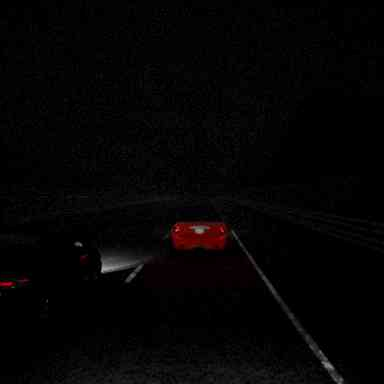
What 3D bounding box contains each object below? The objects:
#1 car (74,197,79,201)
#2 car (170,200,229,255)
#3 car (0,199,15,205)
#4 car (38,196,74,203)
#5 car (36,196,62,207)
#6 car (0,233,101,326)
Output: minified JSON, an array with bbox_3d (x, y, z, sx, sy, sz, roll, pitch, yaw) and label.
[{"bbox_3d":[-19.099,1.485,52.260,1.812,1.442,4.674,0,0,2],"label":"car"},{"bbox_3d":[0.348,1.371,13.653,2.097,1.767,4.553,0,0,2],"label":"car"},{"bbox_3d":[-19.931,1.421,33.531,1.882,1.535,5.008,0,0,3],"label":"car"},{"bbox_3d":[-16.178,1.456,38.975,2.128,1.511,4.902,0,0,3],"label":"car"},{"bbox_3d":[-22.579,1.481,52.716,1.837,1.490,4.892,0,0,2],"label":"car"},{"bbox_3d":[-3.422,1.557,7.092,1.994,1.385,4.181,0,0,2],"label":"car"}]
